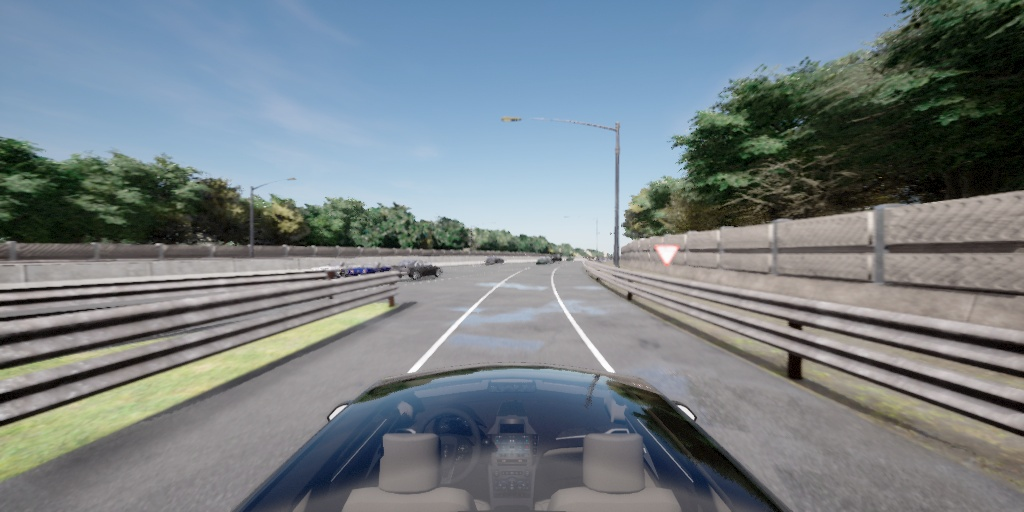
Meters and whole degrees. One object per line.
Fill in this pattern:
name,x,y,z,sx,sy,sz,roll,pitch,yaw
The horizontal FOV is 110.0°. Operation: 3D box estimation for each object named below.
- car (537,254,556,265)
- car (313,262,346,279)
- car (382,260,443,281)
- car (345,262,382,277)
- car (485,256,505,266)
car,5.578,0.836,60.790,1.994,1.385,4.181,0,0,20
car,-13.610,1.104,29.373,1.895,1.301,4.718,0,1,20
car,-7.058,1.026,26.904,2.128,1.511,4.902,0,1,20
car,-10.331,1.116,28.151,1.895,1.301,4.718,0,1,20
car,-2.718,0.765,58.604,2.128,1.511,4.902,-1,0,20
